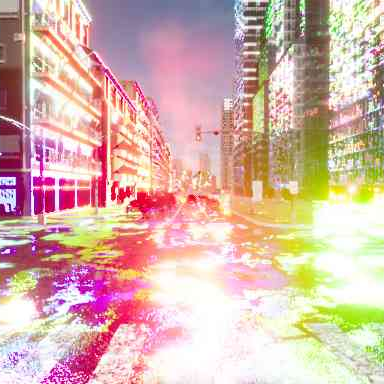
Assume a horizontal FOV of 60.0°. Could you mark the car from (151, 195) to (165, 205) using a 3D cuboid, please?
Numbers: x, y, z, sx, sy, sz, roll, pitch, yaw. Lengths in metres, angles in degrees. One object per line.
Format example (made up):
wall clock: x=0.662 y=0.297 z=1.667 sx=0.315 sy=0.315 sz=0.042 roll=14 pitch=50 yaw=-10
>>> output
car: x=-5.890 y=1.439 z=57.923 sx=1.967 sy=1.590 sz=4.097 roll=-1 pitch=0 yaw=0

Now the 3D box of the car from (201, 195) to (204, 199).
car: x=2.441 y=1.551 z=63.657 sx=2.008 sy=1.369 sz=4.403 roll=-1 pitch=0 yaw=0

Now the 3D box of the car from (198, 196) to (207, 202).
car: x=2.404 y=1.548 z=74.955 sx=1.887 sy=1.381 sz=4.507 roll=-1 pitch=0 yaw=0

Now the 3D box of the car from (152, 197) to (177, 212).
car: x=-3.215 y=1.559 z=39.041 sx=1.994 sy=1.385 sz=4.181 roll=0 pitch=0 yaw=0

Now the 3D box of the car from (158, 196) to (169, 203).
car: x=-5.924 y=1.583 z=69.222 sx=1.802 sy=1.307 sz=4.206 roll=-1 pitch=0 yaw=0

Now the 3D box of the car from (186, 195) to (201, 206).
car: x=-0.084 y=1.545 z=54.932 sx=2.033 sy=1.411 sz=5.357 roll=0 pitch=0 yaw=-1

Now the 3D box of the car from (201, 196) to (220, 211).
car: x=2.514 y=1.540 z=41.062 sx=1.887 sy=1.381 sz=4.507 roll=-1 pitch=0 yaw=0

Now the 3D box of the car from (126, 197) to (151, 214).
car: x=-5.815 y=1.540 z=35.328 sx=1.887 sy=1.381 sz=4.507 roll=-1 pitch=0 yaw=0

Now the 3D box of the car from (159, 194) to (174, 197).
car: x=-3.246 y=1.488 z=49.163 sx=2.128 sy=1.511 sz=4.902 roll=0 pitch=0 yaw=0

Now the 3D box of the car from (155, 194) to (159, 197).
car: x=-5.873 y=1.312 z=52.276 sx=2.192 sy=1.841 sz=5.009 roll=-1 pitch=0 yaw=0

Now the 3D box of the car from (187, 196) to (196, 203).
car: x=-0.123 y=1.508 z=69.816 sx=1.837 sy=1.490 sz=4.892 roll=0 pitch=0 yaw=0

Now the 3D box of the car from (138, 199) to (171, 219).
car: x=-3.193 y=1.560 z=29.115 sx=1.994 sy=1.385 sz=4.181 roll=0 pitch=0 yaw=0

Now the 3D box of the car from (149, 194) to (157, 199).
car: x=-5.835 y=1.436 z=40.977 sx=1.967 sy=1.590 sz=4.097 roll=-1 pitch=0 yaw=0

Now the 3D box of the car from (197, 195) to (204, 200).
car: x=2.348 y=1.534 z=92.073 sx=1.752 sy=1.417 sz=4.829 roll=-1 pitch=0 yaw=0

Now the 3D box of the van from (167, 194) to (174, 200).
van: x=-6.001 y=1.350 z=91.816 sx=1.690 sy=1.788 sz=3.998 roll=-1 pitch=0 yaw=0

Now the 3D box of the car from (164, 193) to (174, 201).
car: x=-5.983 y=1.322 z=86.169 sx=2.192 sy=1.841 sz=5.009 roll=-1 pitch=0 yaw=0
